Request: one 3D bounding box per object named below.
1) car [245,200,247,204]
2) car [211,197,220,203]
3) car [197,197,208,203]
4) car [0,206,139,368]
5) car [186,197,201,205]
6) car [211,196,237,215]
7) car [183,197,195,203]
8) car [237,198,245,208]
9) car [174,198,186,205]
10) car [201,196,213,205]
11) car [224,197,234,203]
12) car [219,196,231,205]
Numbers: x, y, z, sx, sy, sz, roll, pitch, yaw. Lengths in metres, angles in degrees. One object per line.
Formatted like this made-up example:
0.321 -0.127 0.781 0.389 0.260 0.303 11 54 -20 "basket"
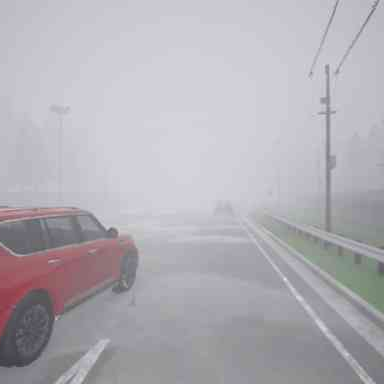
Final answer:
12.992 2.321 85.496 1.994 1.385 4.181 0 -1 11 "car"
6.129 2.123 86.878 1.812 1.442 4.674 0 -1 11 "car"
2.698 2.124 87.566 2.128 1.511 4.902 0 -1 11 "car"
-2.830 1.270 6.115 2.150 2.045 5.566 0 -1 11 "car"
0.648 2.190 77.349 2.128 1.511 4.902 0 -1 11 "car"
3.795 1.698 38.774 2.097 1.767 4.553 0 0 10 "car"
-0.734 2.138 88.255 2.033 1.411 5.357 0 -1 11 "car"
8.129 2.091 60.751 2.033 1.411 5.357 0 -1 11 "car"
-2.783 2.142 78.038 1.882 1.535 5.008 0 -1 11 "car"
4.086 1.891 76.693 2.150 2.045 5.566 0 -1 11 "car"
9.561 2.125 86.190 2.128 1.511 4.902 0 -1 11 "car"
7.518 1.892 76.004 2.150 2.045 5.566 0 -1 11 "car"
